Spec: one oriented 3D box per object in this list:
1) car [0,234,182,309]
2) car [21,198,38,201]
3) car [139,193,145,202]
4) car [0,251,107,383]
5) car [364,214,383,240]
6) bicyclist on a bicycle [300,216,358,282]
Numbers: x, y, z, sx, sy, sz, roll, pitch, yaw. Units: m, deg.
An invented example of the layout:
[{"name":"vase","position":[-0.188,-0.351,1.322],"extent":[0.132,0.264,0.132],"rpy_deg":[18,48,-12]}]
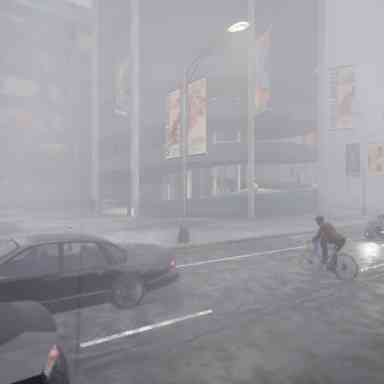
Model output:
[{"name":"car","position":[-2.799,1.547,6.307],"extent":[5.357,1.411,2.033],"rpy_deg":[0,0,-36]},{"name":"car","position":[-25.528,1.463,52.433],"extent":[1.895,1.301,4.718],"rpy_deg":[0,0,-36]},{"name":"car","position":[-11.022,1.029,63.943],"extent":[2.435,2.045,5.566],"rpy_deg":[0,0,-36]},{"name":"car","position":[-3.210,1.492,1.717],"extent":[4.902,1.511,2.128],"rpy_deg":[0,0,-36]},{"name":"car","position":[9.892,1.564,15.680],"extent":[4.181,1.385,1.994],"rpy_deg":[0,0,-39]},{"name":"bicyclist on a bicycle","position":[3.530,1.455,8.735],"extent":[0.582,1.620,1.656],"rpy_deg":[0,-2,-36]}]
